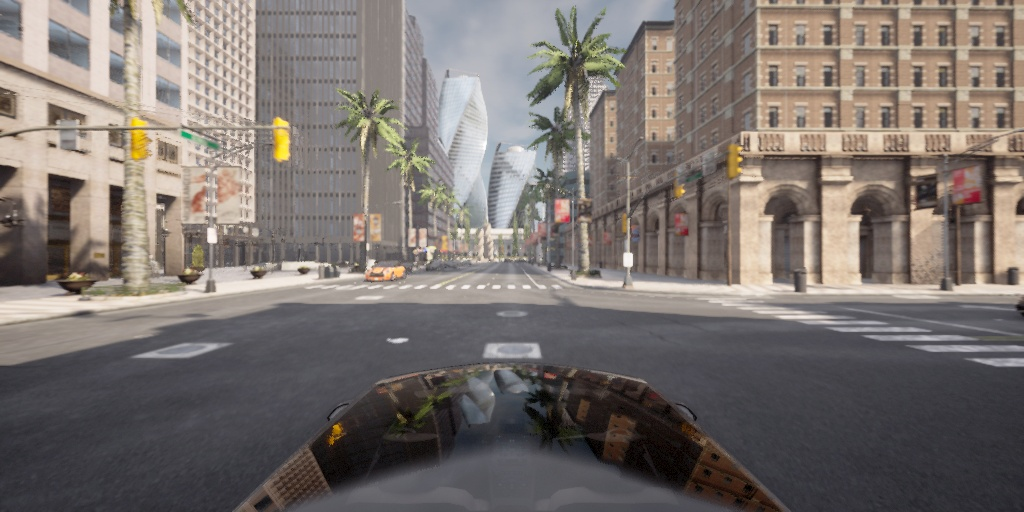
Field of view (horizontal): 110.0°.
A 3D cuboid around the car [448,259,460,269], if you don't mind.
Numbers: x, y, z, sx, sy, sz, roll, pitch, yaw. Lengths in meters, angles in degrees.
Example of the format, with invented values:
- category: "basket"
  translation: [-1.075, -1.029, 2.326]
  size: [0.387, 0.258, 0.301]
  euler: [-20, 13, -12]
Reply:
- category: "car"
  translation: [-10.456, 1.519, 60.577]
  size: [1.994, 1.385, 4.181]
  euler: [0, 0, 0]

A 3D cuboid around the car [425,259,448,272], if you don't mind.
- category: "car"
  translation: [-10.520, 1.422, 49.127]
  size: [1.837, 1.490, 4.892]
  euler: [0, -1, 1]

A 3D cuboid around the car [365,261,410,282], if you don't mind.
- category: "car"
  translation: [-10.486, 1.200, 29.983]
  size: [2.097, 1.767, 4.553]
  euler: [0, 0, 0]

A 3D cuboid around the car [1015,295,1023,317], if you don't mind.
- category: "car"
  translation: [18.195, 1.307, 10.665]
  size: [4.674, 1.442, 1.812]
  euler: [0, 0, 0]
